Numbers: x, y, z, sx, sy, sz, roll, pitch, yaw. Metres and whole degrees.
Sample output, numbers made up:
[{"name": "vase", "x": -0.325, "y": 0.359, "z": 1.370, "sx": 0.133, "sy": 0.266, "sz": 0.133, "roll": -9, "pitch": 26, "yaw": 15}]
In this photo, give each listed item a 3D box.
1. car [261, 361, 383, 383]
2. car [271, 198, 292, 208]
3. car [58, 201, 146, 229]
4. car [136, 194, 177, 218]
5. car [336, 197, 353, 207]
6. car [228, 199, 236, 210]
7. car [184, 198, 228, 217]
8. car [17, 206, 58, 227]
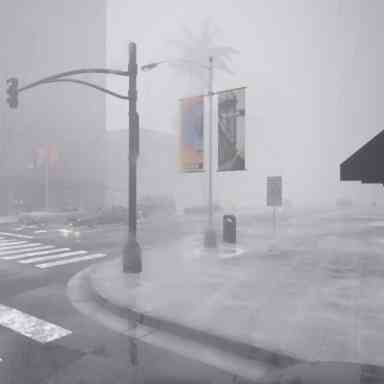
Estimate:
[{"name": "car", "x": 2.173, "y": 1.551, "z": 1.296, "sx": 4.403, "sy": 1.369, "sz": 2.008, "roll": 0, "pitch": 0, "yaw": 36}, {"name": "car", "x": 13.386, "y": 1.584, "z": 49.403, "sx": 2.128, "sy": 1.511, "sz": 4.902, "roll": 0, "pitch": 0, "yaw": 36}, {"name": "car", "x": -5.836, "y": 1.568, "z": 22.328, "sx": 2.033, "sy": 1.411, "sz": 5.357, "roll": 0, "pitch": 0, "yaw": 35}, {"name": "car", "x": -3.720, "y": 1.252, "z": 30.963, "sx": 2.150, "sy": 2.045, "sz": 5.566, "roll": 0, "pitch": 0, "yaw": 35}, {"name": "car", "x": 24.756, "y": 1.620, "z": 54.043, "sx": 2.128, "sy": 1.511, "sz": 4.902, "roll": 0, "pitch": 0, "yaw": 35}, {"name": "car", "x": 3.734, "y": 1.535, "z": 41.498, "sx": 1.882, "sy": 1.535, "sz": 5.008, "roll": 0, "pitch": 0, "yaw": 35}, {"name": "car", "x": 1.157, "y": 1.519, "z": 32.232, "sx": 1.882, "sy": 1.535, "sz": 5.008, "roll": 0, "pitch": 0, "yaw": 35}, {"name": "car", "x": -9.356, "y": 1.615, "z": 22.989, "sx": 1.895, "sy": 1.301, "sz": 4.718, "roll": 0, "pitch": 0, "yaw": 35}]
